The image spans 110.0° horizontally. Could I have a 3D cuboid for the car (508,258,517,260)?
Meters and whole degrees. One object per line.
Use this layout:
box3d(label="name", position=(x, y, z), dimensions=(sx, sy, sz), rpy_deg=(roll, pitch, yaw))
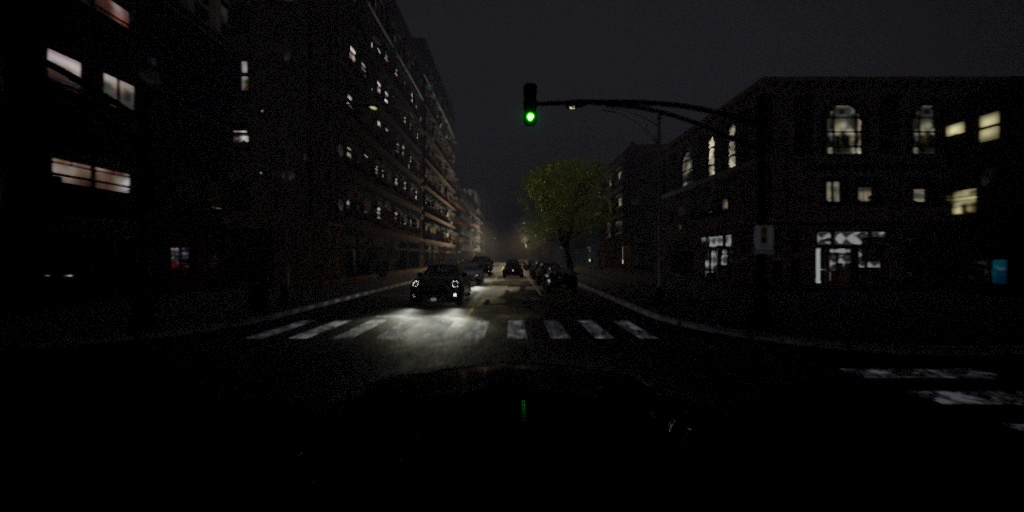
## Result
box3d(label="car", position=(0.089, 1.157, 56.730), dimensions=(2.097, 1.767, 4.553), rpy_deg=(0, 0, 0))

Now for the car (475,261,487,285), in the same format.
box3d(label="car", position=(-3.103, 1.291, 26.478), dimensions=(1.812, 1.442, 4.674), rpy_deg=(0, 0, 0))

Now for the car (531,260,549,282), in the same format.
box3d(label="car", position=(2.686, 1.205, 26.419), dimensions=(1.967, 1.591, 4.097), rpy_deg=(0, 0, 0))

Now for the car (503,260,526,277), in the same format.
box3d(label="car", position=(0.093, 1.339, 36.058), dimensions=(1.994, 1.385, 4.181), rpy_deg=(0, 0, 0))

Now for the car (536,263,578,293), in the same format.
box3d(label="car", position=(2.687, 1.311, 20.722), dimensions=(2.007, 1.370, 4.403), rpy_deg=(0, 0, 0))

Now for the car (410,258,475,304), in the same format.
box3d(label="car", position=(-3.075, 1.109, 16.179), dimensions=(2.097, 1.767, 4.553), rpy_deg=(0, 0, -1))

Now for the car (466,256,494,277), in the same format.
box3d(label="car", position=(-3.097, 0.997, 37.109), dimensions=(2.150, 2.045, 5.566), rpy_deg=(0, 0, 1))

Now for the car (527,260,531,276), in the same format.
box3d(label="car", position=(2.684, 1.210, 32.115), dimensions=(1.967, 1.591, 4.097), rpy_deg=(0, 0, 0))
